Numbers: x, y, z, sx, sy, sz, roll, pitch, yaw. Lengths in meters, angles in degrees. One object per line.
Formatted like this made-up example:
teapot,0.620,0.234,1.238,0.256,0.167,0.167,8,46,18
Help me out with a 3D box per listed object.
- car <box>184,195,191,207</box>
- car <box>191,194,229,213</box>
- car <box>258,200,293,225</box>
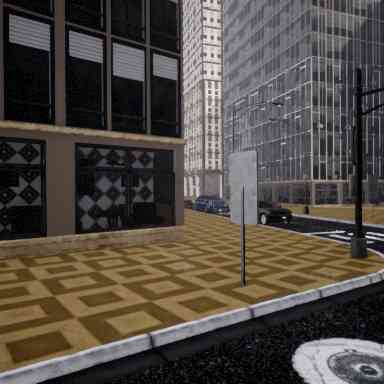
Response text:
car,-1.318,1.094,41.344,1.994,1.385,4.181,-1,1,-18
car,1.835,1.020,31.924,2.097,1.767,4.553,-1,1,-19
car,4.884,1.278,22.851,1.882,1.535,5.008,-1,1,-19
